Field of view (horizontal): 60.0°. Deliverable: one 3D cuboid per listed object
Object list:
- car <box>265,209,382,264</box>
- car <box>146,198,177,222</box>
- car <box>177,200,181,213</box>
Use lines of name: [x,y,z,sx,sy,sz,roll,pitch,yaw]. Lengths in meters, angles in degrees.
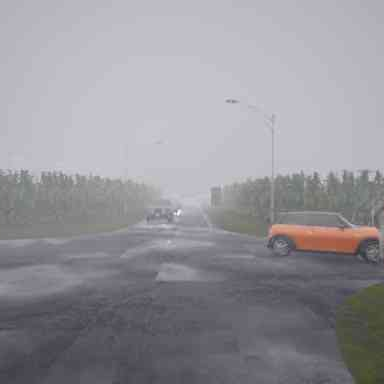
car: [5.187,1.549,12.652,4.553,1.767,2.097,0,-2,23]
car: [-2.819,1.587,30.186,2.150,2.045,5.566,0,-1,0]
car: [-2.806,2.058,44.353,1.812,1.442,4.674,0,-1,-1]
